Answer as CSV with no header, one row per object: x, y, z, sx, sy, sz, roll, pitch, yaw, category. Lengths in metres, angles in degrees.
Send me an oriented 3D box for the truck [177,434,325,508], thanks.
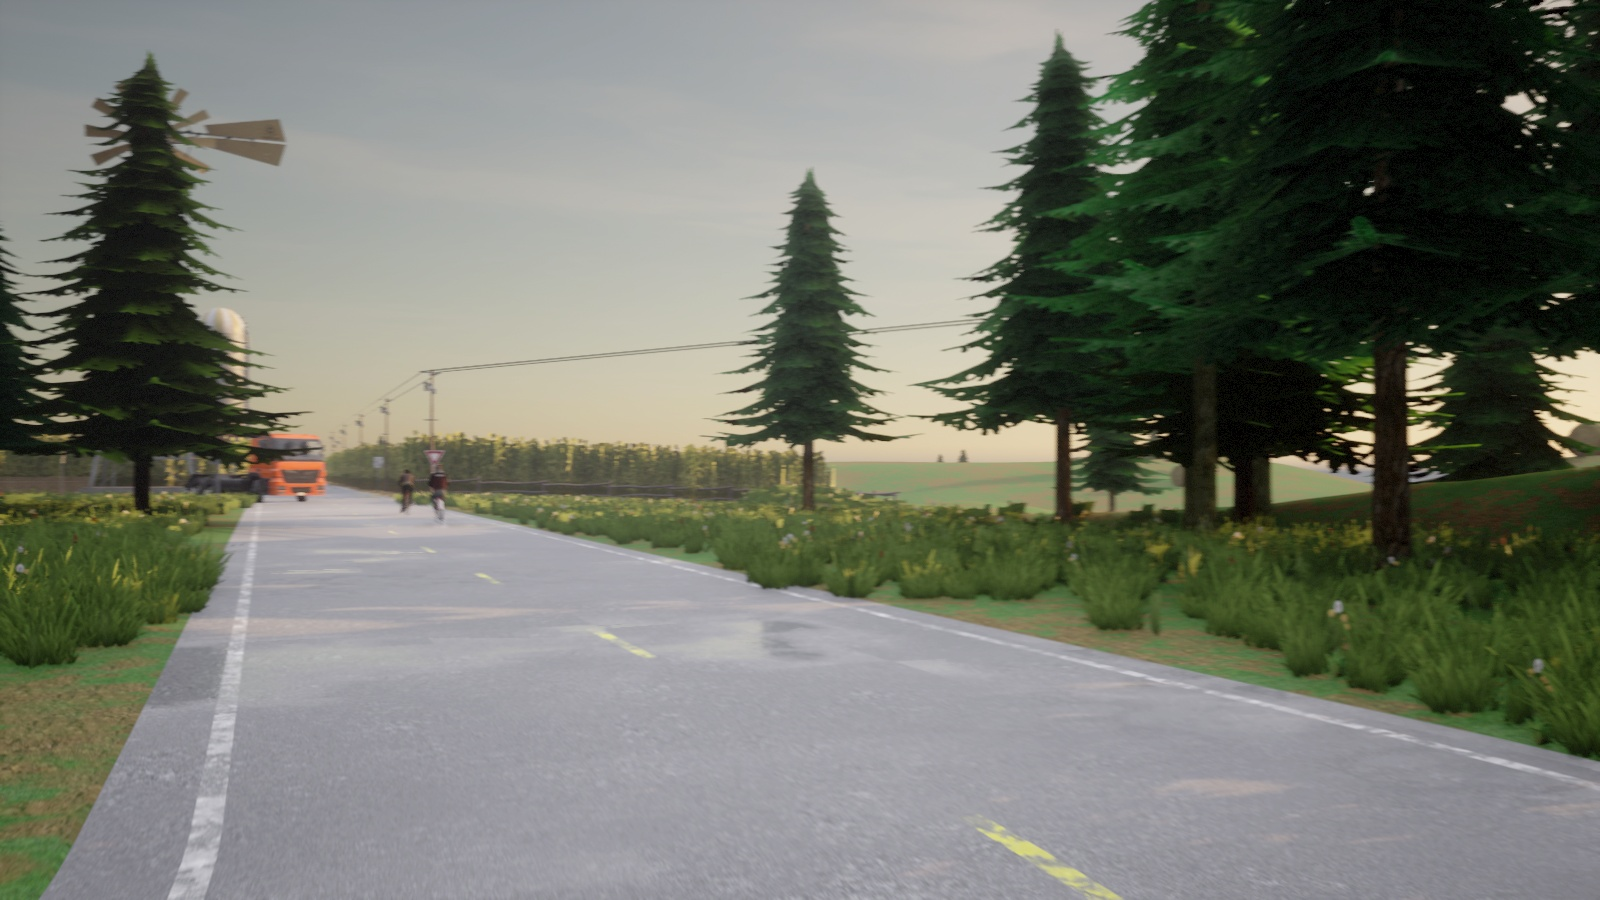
-27.197,1.039,62.098,7.936,3.462,2.891,0,-1,34,truck
